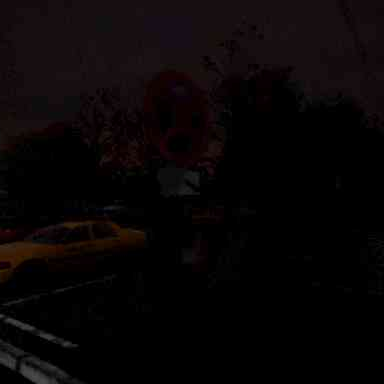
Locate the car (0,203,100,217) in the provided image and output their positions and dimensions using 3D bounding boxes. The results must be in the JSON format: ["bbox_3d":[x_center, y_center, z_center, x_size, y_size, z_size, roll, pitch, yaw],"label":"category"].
[{"bbox_3d":[-5.809,1.433,11.471,2.185,1.767,4.553,-1,0,35],"label":"car"}]

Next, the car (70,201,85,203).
[{"bbox_3d":[-7.280,1.750,27.445,2.231,1.521,4.892,-2,-1,35],"label":"car"}]

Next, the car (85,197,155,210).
[{"bbox_3d":[-5.006,1.435,25.834,2.435,2.045,5.566,-2,-1,35],"label":"car"}]

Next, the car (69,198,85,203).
[{"bbox_3d":[-9.487,1.562,28.956,2.435,2.045,5.566,-2,-1,35],"label":"car"}]

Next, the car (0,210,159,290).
[{"bbox_3d":[-3.546,1.523,9.614,1.946,1.575,5.366,-1,0,35],"label":"car"}]

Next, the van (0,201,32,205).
[{"bbox_3d":[-8.245,1.379,13.289,1.878,1.987,4.442,-1,-1,35],"label":"van"}]

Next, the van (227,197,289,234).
[{"bbox_3d":[4.081,1.296,19.332,1.878,1.987,4.442,-1,0,35],"label":"van"}]

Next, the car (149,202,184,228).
[{"bbox_3d":[-0.204,1.585,22.717,1.946,1.575,5.366,-1,-1,35],"label":"car"}]

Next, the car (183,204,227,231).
[{"bbox_3d":[1.972,1.549,21.185,1.946,1.575,5.366,-1,0,35],"label":"car"}]
